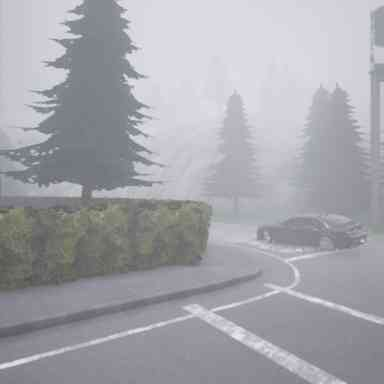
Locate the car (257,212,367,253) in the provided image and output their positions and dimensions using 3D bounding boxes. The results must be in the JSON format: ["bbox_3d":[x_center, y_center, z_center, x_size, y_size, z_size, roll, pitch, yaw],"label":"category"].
[{"bbox_3d":[5.120,1.688,14.872,1.837,1.490,4.892,-7,4,-40],"label":"car"}]
